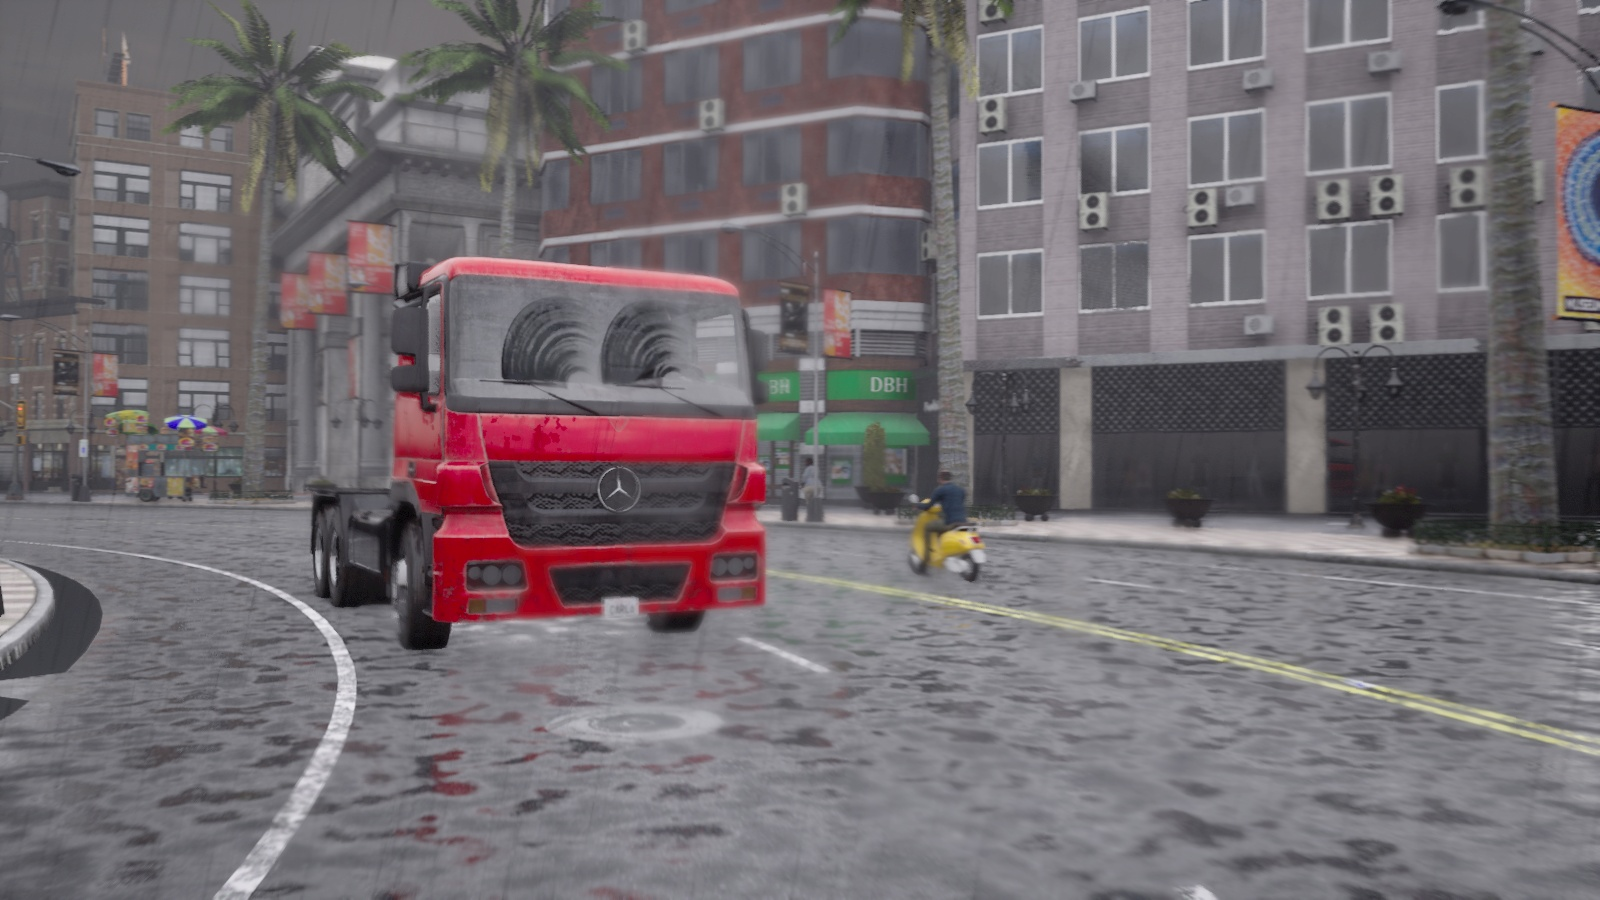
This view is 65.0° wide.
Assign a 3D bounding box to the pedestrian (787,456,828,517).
[{"bbox_3d":[0.236,1.122,38.894,0.900,1.855,0.874,-1,-1,39],"label":"pedestrian"}]

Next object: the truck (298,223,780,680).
[{"bbox_3d":[-3.378,0.080,13.673,2.891,3.462,7.936,0,-1,-29],"label":"truck"}]

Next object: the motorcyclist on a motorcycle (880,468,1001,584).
[{"bbox_3d":[2.020,1.065,18.352,0.866,1.590,1.817,0,-1,-28],"label":"motorcyclist on a motorcycle"}]
